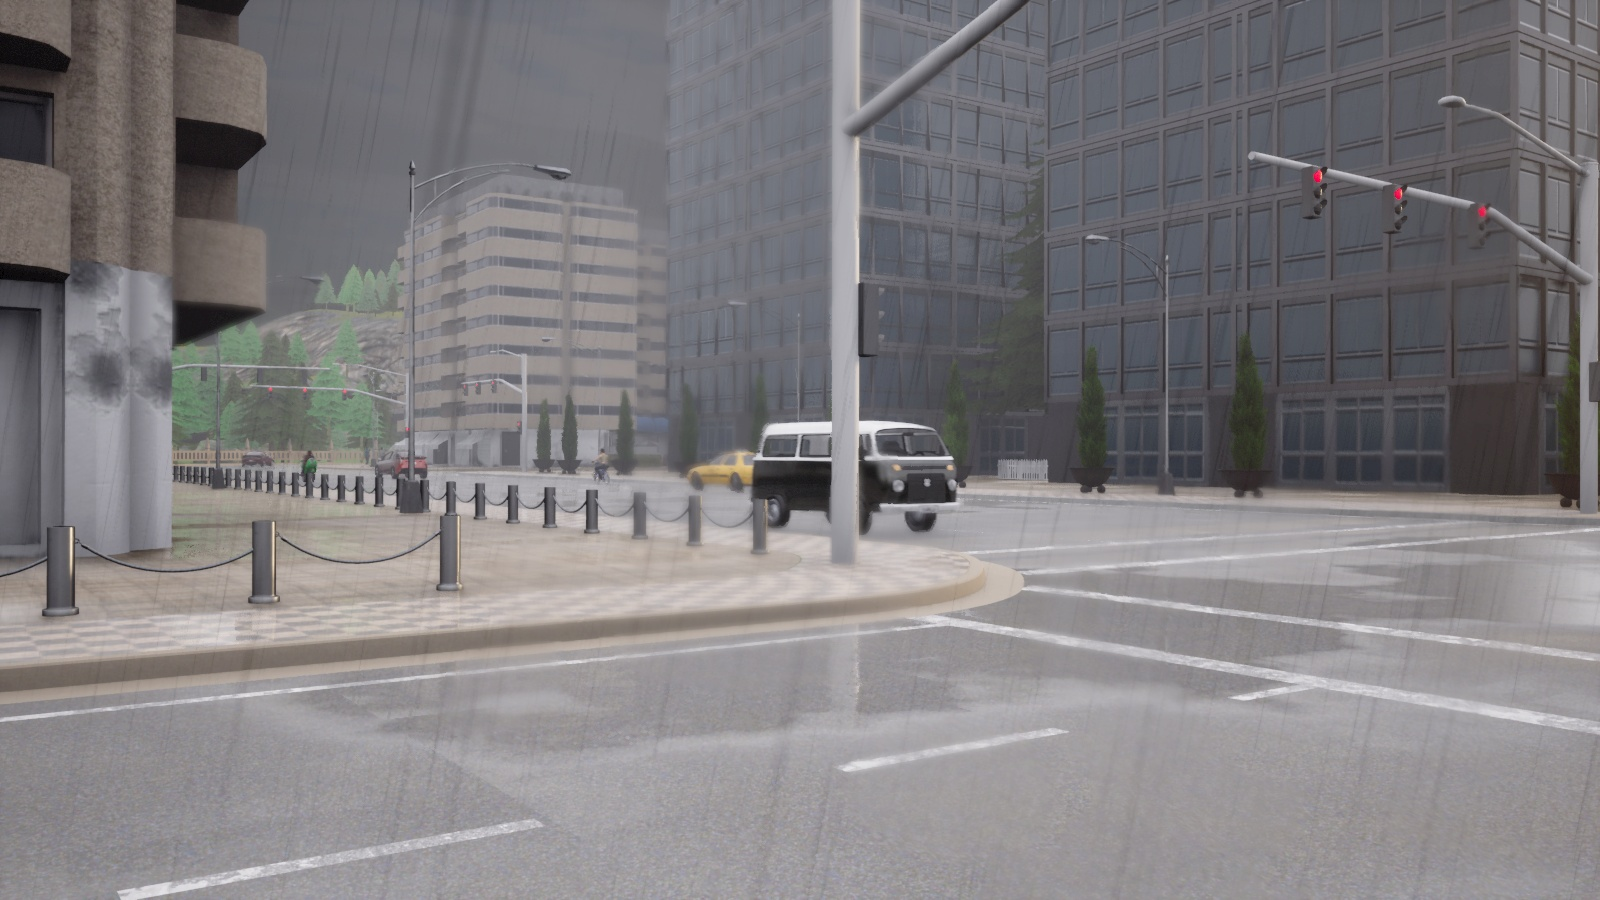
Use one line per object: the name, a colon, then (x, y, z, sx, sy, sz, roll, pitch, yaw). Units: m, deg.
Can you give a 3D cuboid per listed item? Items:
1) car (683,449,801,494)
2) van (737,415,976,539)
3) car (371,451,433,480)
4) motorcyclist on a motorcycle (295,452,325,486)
car: (-2.228, 0.746, 46.234, 1.801, 1.575, 5.366, 0, 0, -34)
van: (0.922, 0.471, 23.155, 2.069, 2.038, 4.480, 0, -1, -35)
car: (-21.780, 0.850, 68.660, 2.007, 1.525, 4.514, 0, 0, -34)
motorcyclist on a motorcycle: (-22.200, 0.858, 56.863, 0.797, 1.523, 2.044, 0, 0, -34)
